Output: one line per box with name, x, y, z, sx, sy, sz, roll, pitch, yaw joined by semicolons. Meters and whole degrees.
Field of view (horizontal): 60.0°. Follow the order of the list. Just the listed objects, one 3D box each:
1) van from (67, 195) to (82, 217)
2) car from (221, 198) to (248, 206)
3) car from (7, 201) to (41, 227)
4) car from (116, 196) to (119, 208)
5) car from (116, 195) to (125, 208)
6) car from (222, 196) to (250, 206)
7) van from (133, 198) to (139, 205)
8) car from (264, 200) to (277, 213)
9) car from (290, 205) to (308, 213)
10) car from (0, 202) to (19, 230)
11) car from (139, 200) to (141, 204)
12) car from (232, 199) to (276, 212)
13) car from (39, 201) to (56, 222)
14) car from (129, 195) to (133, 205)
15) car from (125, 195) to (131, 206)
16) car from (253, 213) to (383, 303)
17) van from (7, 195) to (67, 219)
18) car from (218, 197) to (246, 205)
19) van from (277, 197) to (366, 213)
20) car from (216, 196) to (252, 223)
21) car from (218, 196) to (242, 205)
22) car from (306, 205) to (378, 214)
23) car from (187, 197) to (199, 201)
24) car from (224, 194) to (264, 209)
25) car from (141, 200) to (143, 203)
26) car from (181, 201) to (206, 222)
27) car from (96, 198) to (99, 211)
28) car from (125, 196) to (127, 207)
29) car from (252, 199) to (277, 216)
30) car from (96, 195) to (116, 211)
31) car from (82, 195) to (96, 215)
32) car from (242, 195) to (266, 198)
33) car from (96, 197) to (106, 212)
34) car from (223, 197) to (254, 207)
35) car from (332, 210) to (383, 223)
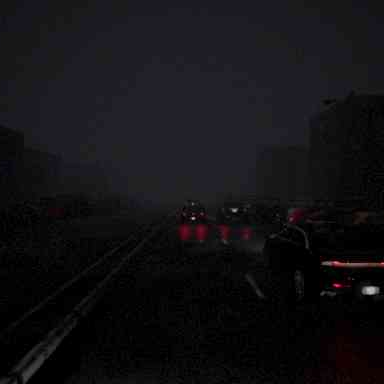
van;-12.433;1.304;29.162;4.442;1.987;1.878;0;0;0
car;7.623;1.745;60.599;4.674;1.452;2.002;0;0;0
car;-12.524;1.526;20.825;4.792;1.488;2.163;0;0;0
car;-12.727;1.606;43.058;5.366;1.575;1.946;0;0;0
car;-12.569;1.376;45.839;5.566;2.045;2.435;0;0;0
car;7.595;1.569;57.842;4.553;1.767;2.185;0;0;0
van;-12.416;1.489;59.611;4.442;1.987;1.878;0;0;0
car;7.628;1.514;21.995;4.892;1.521;2.231;0;0;0
car;7.633;1.538;16.480;4.674;1.452;2.002;0;0;0
car;-12.549;1.489;18.047;4.892;1.521;2.231;0;0;0
car;-12.562;1.597;62.519;4.553;1.767;2.185;0;0;0
car;7.636;1.599;41.293;5.008;1.535;2.097;0;0;0
car;-12.550;1.546;23.479;4.674;1.452;2.002;0;0;0
car;-12.566;1.558;54.175;4.553;1.767;2.185;0;0;0
car;-12.532;1.664;51.270;5.008;1.535;2.097;0;0;0
car;3.096;1.496;8.192;2.128;1.511;4.902;0;0;0
van;-12.668;1.293;26.385;4.442;1.987;1.878;0;0;0
car;7.630;1.715;63.355;5.008;1.535;2.097;0;0;0
van;7.518;1.279;19.114;4.442;1.987;1.878;0;0;0
car;3.093;1.399;26.310;2.097;1.767;4.553;0;0;0
car;7.593;1.595;66.117;4.553;1.767;2.185;0;0;0
car;7.822;1.489;13.722;5.366;1.575;1.946;0;0;0
car;0.091;1.476;42.232;2.097;1.767;4.553;0;0;0
car;7.657;1.397;49.567;5.566;2.045;2.435;0;0;0
car;-12.499;1.758;67.954;4.792;1.488;2.163;0;0;0
car;0.094;1.649;26.622;1.895;1.301;4.718;0;0;0
car;-12.544;1.599;34.720;4.674;1.452;2.002;0;0;0
car;-12.545;1.647;48.616;4.892;1.521;2.231;0;0;0
car;7.627;1.533;27.507;4.892;1.521;2.231;0;0;0
car;-12.515;1.340;40.155;5.566;2.045;2.435;0;0;0
car;-12.576;1.293;31.943;5.566;2.045;2.435;0;0;0
car;7.601;1.429;33.022;4.553;1.767;2.185;0;0;0
car;-12.542;1.614;37.435;4.674;1.452;2.002;0;0;0
car;7.633;1.683;55.079;4.892;1.521;2.231;0;0;0
car;7.631;1.489;10.966;4.892;1.521;2.231;0;0;0
